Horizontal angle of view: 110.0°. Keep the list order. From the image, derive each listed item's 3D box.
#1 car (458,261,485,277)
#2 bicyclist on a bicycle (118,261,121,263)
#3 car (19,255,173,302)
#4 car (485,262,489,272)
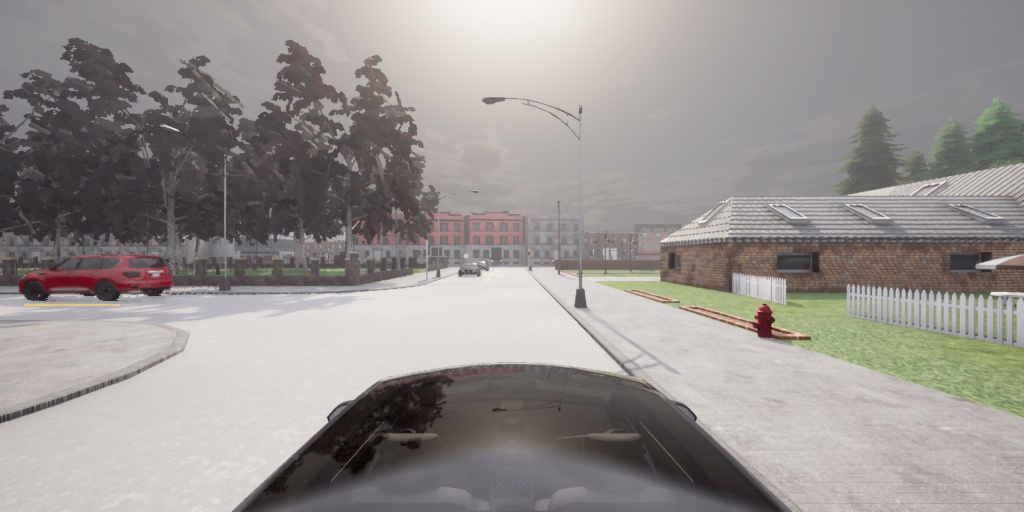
[{"bbox_3d":[-4.095,1.314,35.655,1.994,1.385,4.181,0,0,0],"label":"car"},{"bbox_3d":[-22.639,1.099,20.917,0.582,1.620,1.656,0,0,0],"label":"bicyclist on a bicycle"},{"bbox_3d":[-19.000,0.971,16.553,5.566,2.045,2.150,0,0,2],"label":"car"},{"bbox_3d":[-4.062,1.312,46.834,1.994,1.385,4.181,0,0,0],"label":"car"}]
